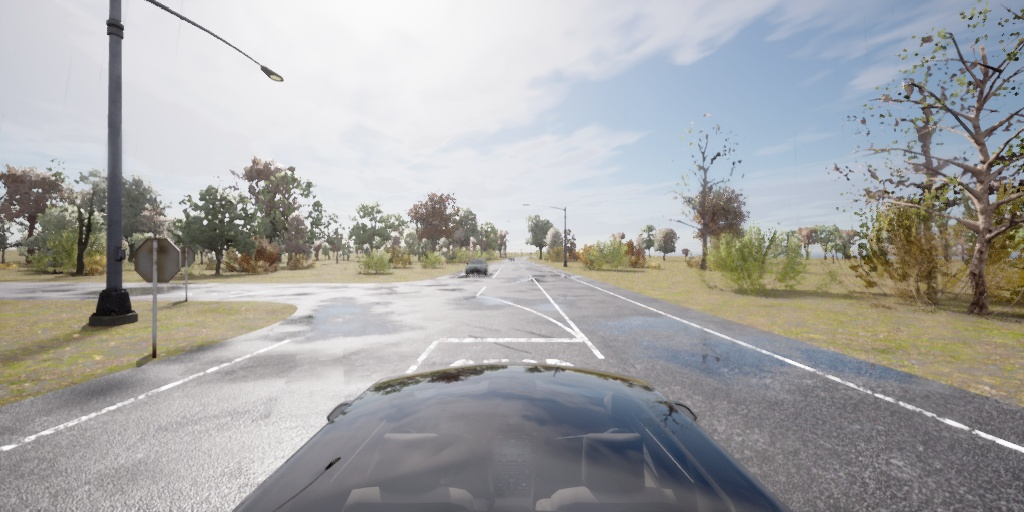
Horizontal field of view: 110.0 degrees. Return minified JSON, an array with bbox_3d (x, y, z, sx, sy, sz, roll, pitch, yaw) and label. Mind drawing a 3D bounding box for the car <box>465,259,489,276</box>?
[{"bbox_3d":[-3.435,1.075,35.784,2.097,1.767,4.553,0,0,0],"label":"car"}]
